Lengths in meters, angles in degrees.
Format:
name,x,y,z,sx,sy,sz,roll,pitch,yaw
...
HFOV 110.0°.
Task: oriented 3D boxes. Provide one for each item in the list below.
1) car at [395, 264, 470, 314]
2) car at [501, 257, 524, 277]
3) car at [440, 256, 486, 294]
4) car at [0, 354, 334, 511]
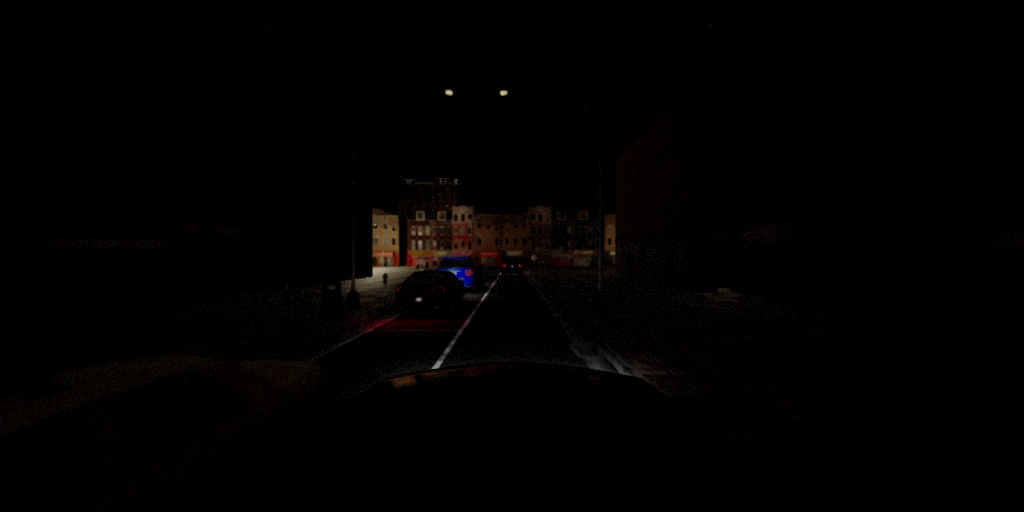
name,x,y,z,sx,sy,sz,roll,pitch,yaw
car,-3.013,1.260,14.069,1.882,1.535,5.008,0,0,0
car,0.055,1.078,36.823,2.150,2.045,5.566,0,0,1
car,-2.978,1.025,21.100,2.150,2.045,5.566,0,0,0
car,-2.638,1.276,1.609,1.751,1.417,4.829,0,0,0
